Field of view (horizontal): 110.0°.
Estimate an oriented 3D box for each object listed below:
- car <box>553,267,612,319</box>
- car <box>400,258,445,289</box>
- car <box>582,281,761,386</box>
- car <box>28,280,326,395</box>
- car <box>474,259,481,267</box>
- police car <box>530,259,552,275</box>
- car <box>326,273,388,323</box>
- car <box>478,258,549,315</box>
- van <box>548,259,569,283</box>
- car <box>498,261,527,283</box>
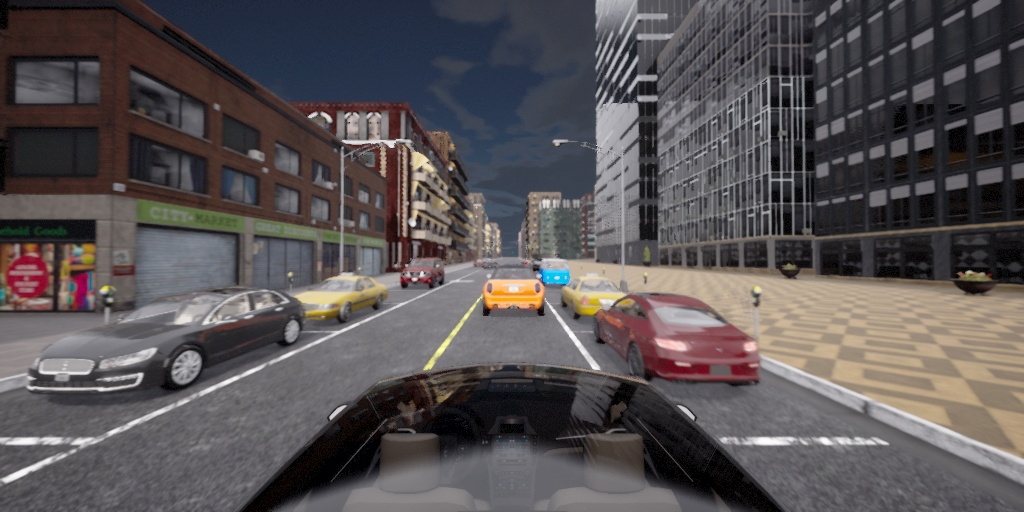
[{"bbox_3d":[2.692,1.264,12.452,1.751,1.417,4.829,0,0,0],"label":"car"},{"bbox_3d":[-5.688,1.042,23.424,2.192,1.841,5.009,0,0,0],"label":"car"},{"bbox_3d":[2.692,1.327,6.713,1.802,1.307,4.207,0,0,0],"label":"car"},{"bbox_3d":[-5.689,1.295,6.714,2.007,1.370,4.403,0,0,0],"label":"car"},{"bbox_3d":[-5.684,1.239,62.412,1.888,1.381,4.507,0,0,0],"label":"car"},{"bbox_3d":[3.137,1.138,39.589,1.930,1.638,5.238,0,0,0],"label":"police car"},{"bbox_3d":[-5.689,1.264,12.115,1.751,1.417,4.829,0,0,0],"label":"car"},{"bbox_3d":[0.070,1.088,13.686,2.097,1.767,4.553,0,0,0],"label":"car"},{"bbox_3d":[2.693,1.068,23.423,1.690,1.789,3.998,0,0,0],"label":"van"},{"bbox_3d":[0.074,1.215,28.963,2.128,1.511,4.902,0,0,0],"label":"car"}]
